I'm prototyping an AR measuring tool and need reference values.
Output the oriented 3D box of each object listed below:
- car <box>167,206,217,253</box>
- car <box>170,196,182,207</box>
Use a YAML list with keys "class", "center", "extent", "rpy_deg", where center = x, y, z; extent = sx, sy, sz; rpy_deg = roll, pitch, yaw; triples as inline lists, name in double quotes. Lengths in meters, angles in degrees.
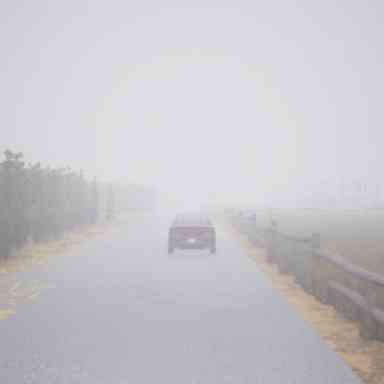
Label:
- class: "car"
  center: [0.005, 1.616, 14.478]
  extent: [1.882, 1.535, 5.008]
  rpy_deg: [0, 0, 0]
- class: "car"
  center: [-3.125, 1.846, 65.511]
  extent: [2.150, 2.045, 5.566]
  rpy_deg: [0, 0, 1]
